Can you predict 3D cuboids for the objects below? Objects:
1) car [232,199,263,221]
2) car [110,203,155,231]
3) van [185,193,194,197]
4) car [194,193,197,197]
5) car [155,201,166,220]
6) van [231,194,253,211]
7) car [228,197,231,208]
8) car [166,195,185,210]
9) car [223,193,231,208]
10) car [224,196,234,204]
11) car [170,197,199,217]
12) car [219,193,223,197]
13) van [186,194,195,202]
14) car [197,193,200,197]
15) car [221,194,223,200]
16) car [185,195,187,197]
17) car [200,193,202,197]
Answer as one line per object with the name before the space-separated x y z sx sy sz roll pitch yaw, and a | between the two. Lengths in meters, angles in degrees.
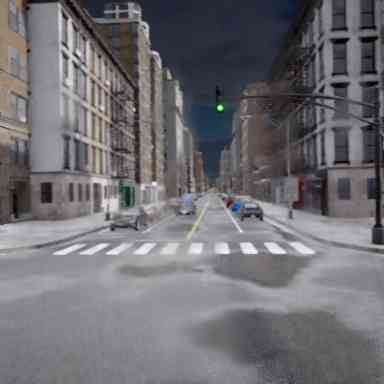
car | 4.491 1.482 25.888 2.008 1.369 4.403 -1 0 4
car | -3.877 1.623 21.024 2.008 1.369 4.403 -1 0 4
van | -1.061 1.377 64.181 1.690 1.788 3.998 -1 0 4
car | -0.709 1.346 69.576 2.192 1.841 5.009 -1 0 4
car | -3.537 1.593 26.249 1.752 1.417 4.829 -1 0 4
van | 4.846 1.267 31.282 1.690 1.788 3.998 -1 0 4
car | 5.209 1.503 36.677 1.802 1.307 4.206 -1 0 4
car | -2.469 1.493 42.603 1.967 1.590 4.097 -1 0 4
car | 5.922 1.227 47.465 2.192 1.841 5.009 -1 0 4
car | 7.014 1.424 63.817 1.752 1.417 4.829 -1 0 4
car | -0.511 1.560 31.925 2.128 1.511 4.902 -1 1 4
car | 8.080 1.430 79.831 1.887 1.381 4.507 -1 0 4
van | -0.356 1.368 74.971 1.690 1.788 3.998 -1 0 4
car | 0.353 1.568 85.760 2.008 1.369 4.403 -1 0 4
car | 6.644 1.454 58.254 2.008 1.369 4.403 -1 0 4
car | -2.127 1.574 47.827 1.752 1.417 4.829 -1 0 4
car | 0.701 1.328 91.155 2.192 1.841 5.009 -1 0 4
